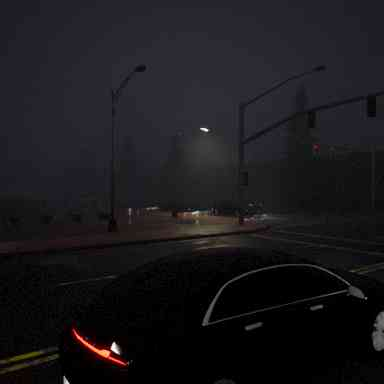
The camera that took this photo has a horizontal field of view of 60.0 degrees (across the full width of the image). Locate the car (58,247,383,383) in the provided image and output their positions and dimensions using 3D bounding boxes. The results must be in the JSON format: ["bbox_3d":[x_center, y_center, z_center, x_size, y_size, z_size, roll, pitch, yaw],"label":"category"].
[{"bbox_3d":[0.858,1.505,4.408,4.892,1.490,1.837,0,0,-35],"label":"car"}]

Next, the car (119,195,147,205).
[{"bbox_3d":[-10.393,1.352,58.859,4.553,1.767,2.097,0,0,28],"label":"car"}]

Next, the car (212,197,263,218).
[{"bbox_3d":[3.840,1.505,30.883,1.837,1.490,4.892,0,0,-36],"label":"car"}]

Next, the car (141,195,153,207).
[{"bbox_3d":[-7.659,1.564,48.762,4.181,1.385,1.994,0,0,35],"label":"car"}]

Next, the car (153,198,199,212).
[{"bbox_3d":[-1.964,1.547,38.708,2.033,1.411,5.357,0,0,-39],"label":"car"}]

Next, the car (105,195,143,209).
[{"bbox_3d":[-9.429,1.526,45.785,4.674,1.442,1.812,0,0,36],"label":"car"}]

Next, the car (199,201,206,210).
[{"bbox_3d":[-0.311,1.505,41.936,1.837,1.490,4.892,0,0,-41],"label":"car"}]

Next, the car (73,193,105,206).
[{"bbox_3d":[-16.661,1.219,54.048,5.566,2.045,2.150,0,0,20],"label":"car"}]
